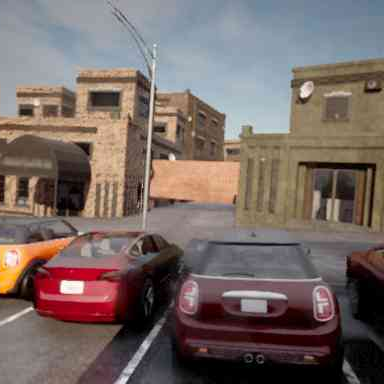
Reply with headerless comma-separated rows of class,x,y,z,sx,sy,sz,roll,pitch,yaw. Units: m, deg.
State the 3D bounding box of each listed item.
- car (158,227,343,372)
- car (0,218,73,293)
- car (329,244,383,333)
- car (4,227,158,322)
car,1.072,1.403,5.997,2.185,1.767,4.553,0,-1,9
car,-4.077,1.454,8.877,2.185,1.767,4.553,0,-1,9
car,3.658,1.503,4.588,2.097,1.535,5.008,0,-1,9
car,-1.492,1.585,7.494,2.163,1.488,4.792,0,-1,9
